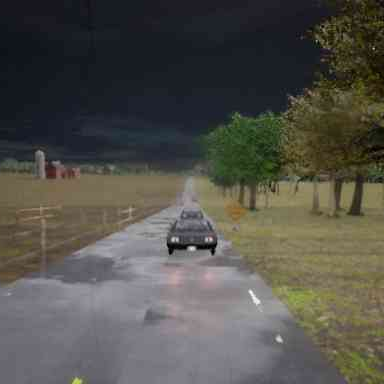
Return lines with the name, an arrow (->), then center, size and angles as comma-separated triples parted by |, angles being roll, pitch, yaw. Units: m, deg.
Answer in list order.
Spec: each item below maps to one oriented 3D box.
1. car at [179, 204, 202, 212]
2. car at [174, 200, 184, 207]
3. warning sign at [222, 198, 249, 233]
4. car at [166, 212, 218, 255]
car -> -0.005, 1.962, 29.113 | 1.895, 1.301, 4.718 | 0, -1, 0
car -> -2.769, 2.442, 71.844 | 2.128, 1.511, 4.902 | 0, -1, 0
warning sign -> 2.497, 1.335, 19.253 | 1.300, 1.860, 1.060 | 3, 2, 0
car -> -0.001, 1.753, 14.085 | 1.895, 1.301, 4.718 | 0, -1, 0
